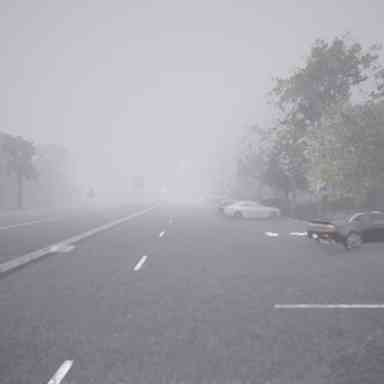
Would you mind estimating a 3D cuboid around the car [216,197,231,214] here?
[{"bbox_3d":[5.095,1.499,31.290,5.008,1.535,2.097,0,0,0],"label":"car"}]

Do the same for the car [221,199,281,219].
[{"bbox_3d":[5.086,1.537,28.141,4.674,1.452,2.002,0,0,0],"label":"car"}]

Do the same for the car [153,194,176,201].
[{"bbox_3d":[-7.557,1.693,86.679,5.366,1.575,1.946,0,-1,0],"label":"car"}]

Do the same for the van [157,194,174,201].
[{"bbox_3d":[-7.308,1.591,92.640,4.442,1.987,1.878,0,-1,-1],"label":"van"}]

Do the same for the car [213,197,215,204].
[{"bbox_3d":[5.087,1.545,37.839,4.674,1.452,2.002,0,0,0],"label":"car"}]

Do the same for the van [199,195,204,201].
[{"bbox_3d":[4.784,1.464,86.142,4.442,1.987,1.878,0,-1,0],"label":"van"}]

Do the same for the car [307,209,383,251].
[{"bbox_3d":[7.108,1.462,13.672,4.902,1.511,2.128,-1,-1,-17],"label":"car"}]

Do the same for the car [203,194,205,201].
[{"bbox_3d":[5.051,1.570,65.345,4.674,1.452,2.002,0,0,0],"label":"car"}]

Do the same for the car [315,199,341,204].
[{"bbox_3d":[20.899,1.277,50.568,4.181,1.385,1.994,-1,-3,0],"label":"car"}]

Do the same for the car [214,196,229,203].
[{"bbox_3d":[5.084,1.503,34.563,4.892,1.521,2.231,0,0,0],"label":"car"}]

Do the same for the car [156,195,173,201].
[{"bbox_3d":[-7.366,1.624,89.600,4.553,1.767,2.185,0,-1,-1],"label":"car"}]

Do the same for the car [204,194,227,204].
[{"bbox_3d":[5.123,1.400,62.176,4.553,1.767,2.185,0,0,0],"label":"car"}]
